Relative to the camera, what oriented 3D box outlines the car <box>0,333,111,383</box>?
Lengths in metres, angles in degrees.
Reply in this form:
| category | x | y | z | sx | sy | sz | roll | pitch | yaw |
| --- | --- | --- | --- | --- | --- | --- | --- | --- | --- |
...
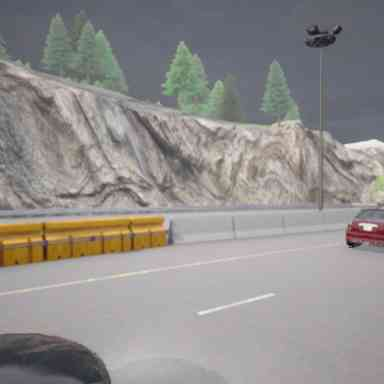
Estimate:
| category | x | y | z | sx | sy | sz | roll | pitch | yaw |
| --- | --- | --- | --- | --- | --- | --- | --- | --- | --- |
| car | -2.680 | 1.523 | 1.628 | 4.674 | 1.442 | 1.812 | 0 | 0 | -38 |

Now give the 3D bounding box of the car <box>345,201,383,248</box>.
| category | x | y | z | sx | sy | sz | roll | pitch | yaw |
| --- | --- | --- | --- | --- | --- | --- | --- | --- | --- |
| car | 8.405 | 1.393 | 13.580 | 4.553 | 1.767 | 2.097 | 0 | 0 | -31 |
